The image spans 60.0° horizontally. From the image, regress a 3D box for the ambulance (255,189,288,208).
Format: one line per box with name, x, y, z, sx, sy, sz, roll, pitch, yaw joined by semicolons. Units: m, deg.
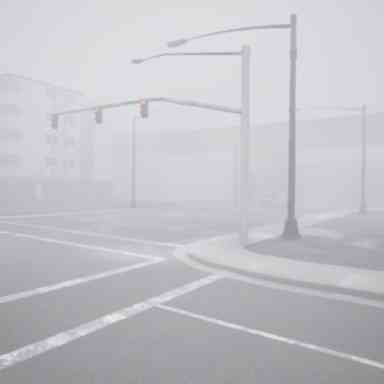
ambulance;11.448;0.866;46.095;6.366;2.431;2.351;0;1;-40
